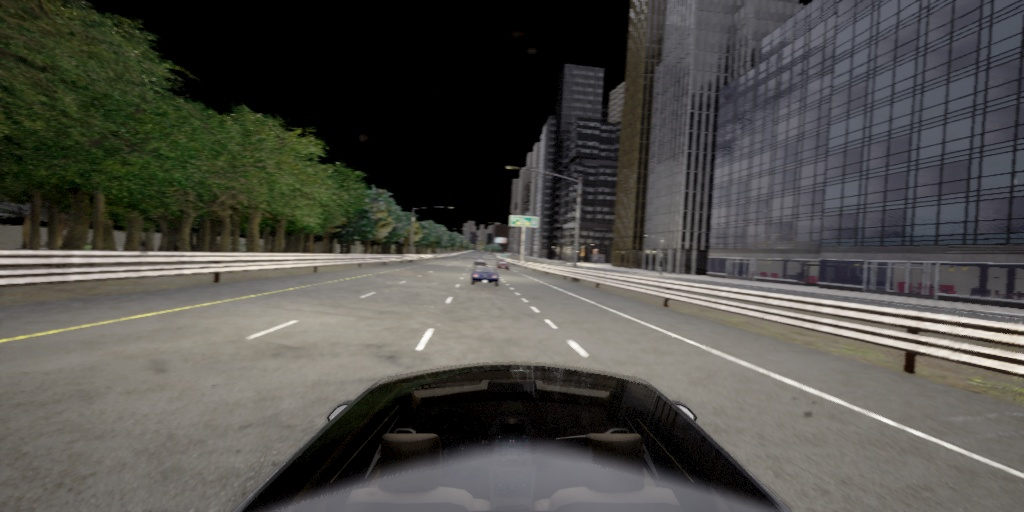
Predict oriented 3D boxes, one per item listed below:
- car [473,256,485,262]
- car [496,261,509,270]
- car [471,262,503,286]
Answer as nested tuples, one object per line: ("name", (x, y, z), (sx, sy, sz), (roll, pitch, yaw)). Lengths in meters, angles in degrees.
("car", (-4.885, 1.194, 54.103), (1.882, 1.535, 5.008), (4, 0, -6))
("car", (-1.520, 1.464, 56.496), (1.812, 1.442, 4.674), (4, 0, -6))
("car", (-1.990, 1.362, 25.764), (1.895, 1.301, 4.718), (4, 0, -6))
